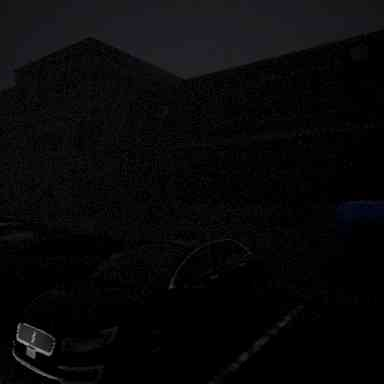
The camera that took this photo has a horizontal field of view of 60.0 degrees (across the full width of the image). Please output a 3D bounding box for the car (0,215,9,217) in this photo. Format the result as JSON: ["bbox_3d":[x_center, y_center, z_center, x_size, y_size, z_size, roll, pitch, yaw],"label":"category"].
[{"bbox_3d":[-7.030,1.496,10.379,2.231,1.521,4.892,0,0,36],"label":"car"}]

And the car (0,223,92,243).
[{"bbox_3d":[-2.594,1.516,7.242,2.163,1.488,4.792,0,0,36],"label":"car"}]

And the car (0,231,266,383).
[{"bbox_3d":[-0.344,1.484,5.610,2.231,1.521,4.892,0,0,35],"label":"car"}]

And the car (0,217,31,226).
[{"bbox_3d":[-4.875,1.530,8.830,2.002,1.452,4.674,0,0,36],"label":"car"}]
